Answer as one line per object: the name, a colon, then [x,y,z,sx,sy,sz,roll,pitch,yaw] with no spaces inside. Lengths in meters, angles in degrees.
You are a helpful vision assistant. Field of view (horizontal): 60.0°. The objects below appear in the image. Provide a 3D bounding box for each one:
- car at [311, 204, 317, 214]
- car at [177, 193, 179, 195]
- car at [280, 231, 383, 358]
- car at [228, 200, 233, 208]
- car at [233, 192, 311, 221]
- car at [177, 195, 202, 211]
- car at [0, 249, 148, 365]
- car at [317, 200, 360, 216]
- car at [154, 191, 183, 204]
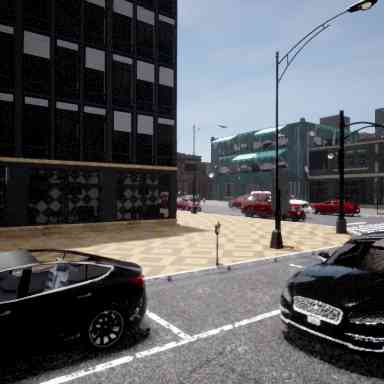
car: [7.036,1.002,27.496,2.150,2.045,5.566,0,0,-36]
car: [-1.784,1.159,39.533,1.994,1.385,4.181,0,0,-36]
car: [3.638,1.507,5.910,4.892,1.490,1.837,1,0,-35]
car: [6.032,1.130,38.674,1.967,1.590,4.097,1,0,-36]
car: [5.836,1.101,24.773,2.192,1.841,5.009,1,0,-36]
car: [-0.729,1.231,33.719,1.802,1.307,4.206,1,0,-36]
car: [-2.706,1.566,4.624,4.313,1.339,1.947,0,0,-35]
car: [12.589,1.371,29.728,1.887,1.381,4.507,1,0,-36]
car: [-3.802,0.793,52.091,2.192,1.841,5.009,1,0,-36]
